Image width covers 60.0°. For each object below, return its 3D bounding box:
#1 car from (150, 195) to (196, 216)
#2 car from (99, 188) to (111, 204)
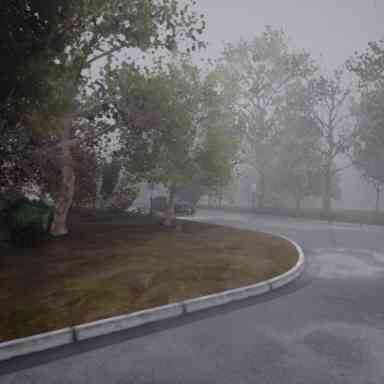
[{"bbox_3d":[-1.594,1.052,26.385,1.837,1.490,4.892,2,0,-36],"label":"car"},{"bbox_3d":[-10.066,0.595,37.980,5.566,2.045,2.150,1,-1,17],"label":"car"}]
